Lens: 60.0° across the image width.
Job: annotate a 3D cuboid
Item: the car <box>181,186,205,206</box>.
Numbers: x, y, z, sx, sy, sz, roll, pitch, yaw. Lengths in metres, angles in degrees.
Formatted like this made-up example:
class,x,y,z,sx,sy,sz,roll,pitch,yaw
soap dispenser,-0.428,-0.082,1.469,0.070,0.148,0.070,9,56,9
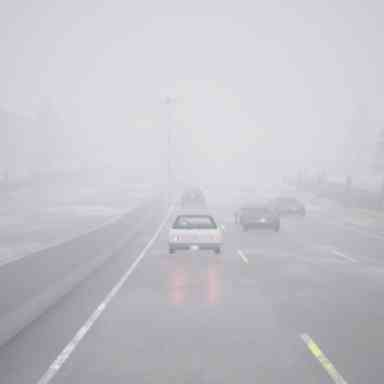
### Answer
class,x,y,z,sx,sy,sz,roll,pitch,yaw
car,0.072,0.237,31.279,2.097,1.767,4.553,0,6,-1

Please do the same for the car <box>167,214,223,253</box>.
class,x,y,z,sx,sy,sz,roll,pitch,yaw
car,0.099,1.532,13.360,1.895,1.301,4.718,0,1,0

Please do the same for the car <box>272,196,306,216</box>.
class,x,y,z,sx,sy,sz,roll,pitch,yaw
car,7.091,0.955,25.244,1.994,1.385,4.181,0,4,0

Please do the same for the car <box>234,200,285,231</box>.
class,x,y,z,sx,sy,sz,roll,pitch,yaw
car,3.597,1.318,18.912,1.994,1.385,4.181,0,2,0
